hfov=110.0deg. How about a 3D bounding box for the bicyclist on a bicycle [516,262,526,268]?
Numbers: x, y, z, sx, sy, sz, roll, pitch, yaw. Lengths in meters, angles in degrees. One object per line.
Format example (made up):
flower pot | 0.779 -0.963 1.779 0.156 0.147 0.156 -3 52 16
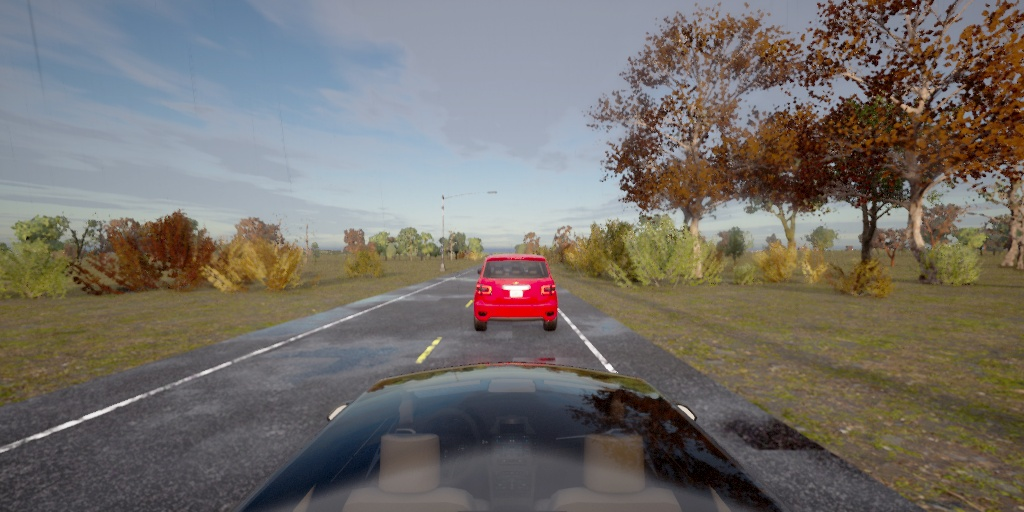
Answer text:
bicyclist on a bicycle | 0.849 1.121 30.256 0.659 1.776 1.843 0 0 0

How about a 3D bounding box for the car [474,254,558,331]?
car | 0.075 0.972 11.076 2.150 2.045 5.566 0 0 -1

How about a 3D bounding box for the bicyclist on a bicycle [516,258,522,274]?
bicyclist on a bicycle | 0.770 1.122 40.268 0.659 1.776 1.843 0 0 0

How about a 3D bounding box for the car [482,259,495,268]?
car | -4.002 1.234 61.338 1.882 1.535 5.008 0 0 0
